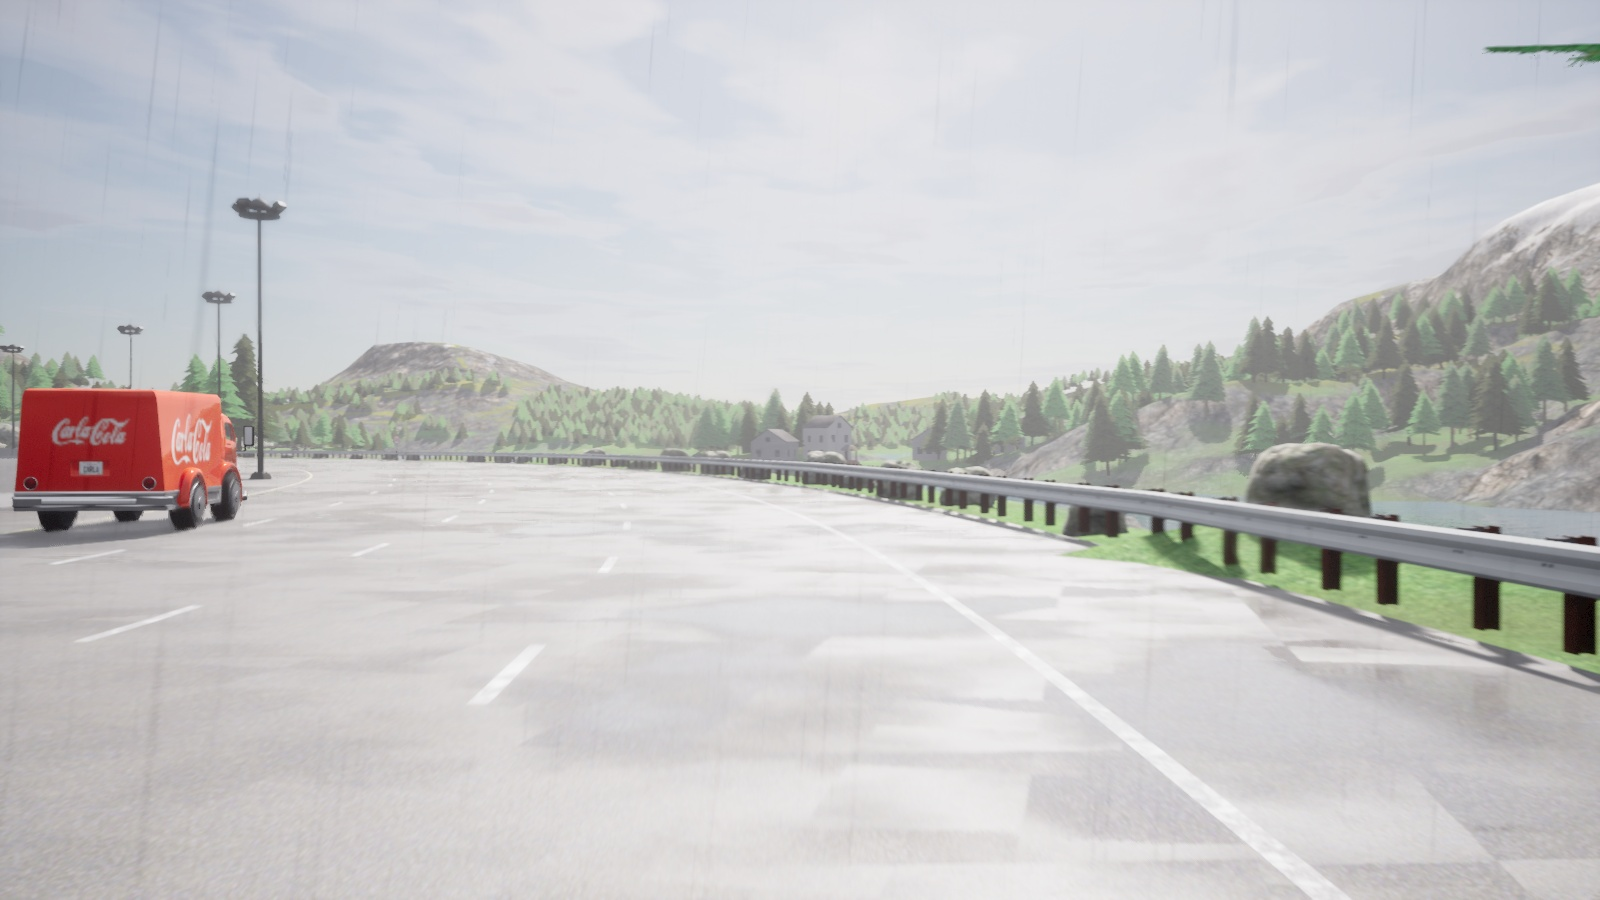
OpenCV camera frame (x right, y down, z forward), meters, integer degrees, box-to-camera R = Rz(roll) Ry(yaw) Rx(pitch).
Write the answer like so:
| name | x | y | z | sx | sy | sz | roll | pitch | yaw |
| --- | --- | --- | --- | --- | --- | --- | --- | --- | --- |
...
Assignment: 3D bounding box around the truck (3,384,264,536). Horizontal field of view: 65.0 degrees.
| name | x | y | z | sx | sy | sz | roll | pitch | yaw |
| --- | --- | --- | --- | --- | --- | --- | --- | --- | --- |
| truck | -12.015 | 0.150 | 23.173 | 2.627 | 2.467 | 5.204 | 0 | 0 | -8 |
